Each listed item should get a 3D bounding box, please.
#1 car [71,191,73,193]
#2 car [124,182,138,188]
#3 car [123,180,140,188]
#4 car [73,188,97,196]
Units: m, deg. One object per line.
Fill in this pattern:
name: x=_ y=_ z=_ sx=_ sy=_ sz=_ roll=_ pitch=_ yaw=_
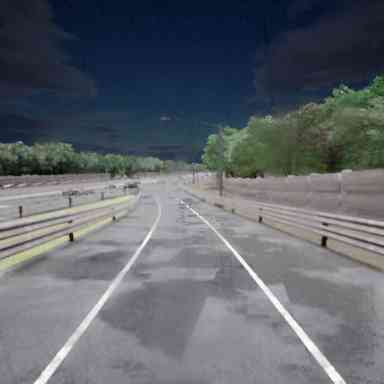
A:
car: x=-21.968 y=-0.100 z=65.686 sx=1.882 sy=1.535 sz=5.008 roll=0 pitch=4 yaw=10
car: x=-17.089 y=-1.928 z=93.422 sx=2.128 sy=1.511 sz=4.902 roll=0 pitch=4 yaw=10
car: x=-15.366 y=-1.515 z=82.999 sx=2.150 sy=2.045 sz=5.566 roll=0 pitch=4 yaw=10
car: x=-19.212 y=0.232 z=61.152 sx=1.837 sy=1.490 sz=4.892 roll=0 pitch=4 yaw=10
